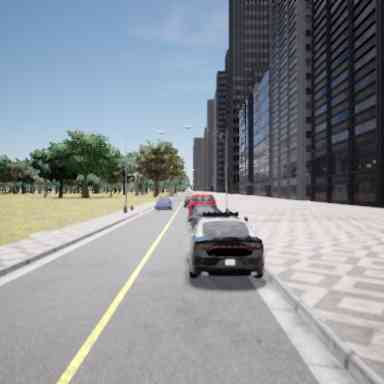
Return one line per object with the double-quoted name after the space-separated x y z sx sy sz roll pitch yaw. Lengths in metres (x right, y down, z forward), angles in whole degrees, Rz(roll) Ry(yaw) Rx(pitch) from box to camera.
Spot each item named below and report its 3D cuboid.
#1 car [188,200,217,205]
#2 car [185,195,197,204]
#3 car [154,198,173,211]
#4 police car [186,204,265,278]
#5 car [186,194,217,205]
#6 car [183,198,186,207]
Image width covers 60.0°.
0.822 1.462 20.074 1.812 1.442 4.674 0 0 0 "car"
-0.240 1.247 59.976 2.128 1.511 4.902 0 0 0 "car"
-3.245 1.384 38.659 1.812 1.442 4.674 0 0 0 "car"
0.862 1.395 10.183 1.930 1.638 5.238 0 0 0 "police car"
0.795 1.137 26.104 2.150 2.045 5.566 0 0 0 "car"
-0.168 1.329 46.076 1.837 1.490 4.892 0 0 0 "car"
